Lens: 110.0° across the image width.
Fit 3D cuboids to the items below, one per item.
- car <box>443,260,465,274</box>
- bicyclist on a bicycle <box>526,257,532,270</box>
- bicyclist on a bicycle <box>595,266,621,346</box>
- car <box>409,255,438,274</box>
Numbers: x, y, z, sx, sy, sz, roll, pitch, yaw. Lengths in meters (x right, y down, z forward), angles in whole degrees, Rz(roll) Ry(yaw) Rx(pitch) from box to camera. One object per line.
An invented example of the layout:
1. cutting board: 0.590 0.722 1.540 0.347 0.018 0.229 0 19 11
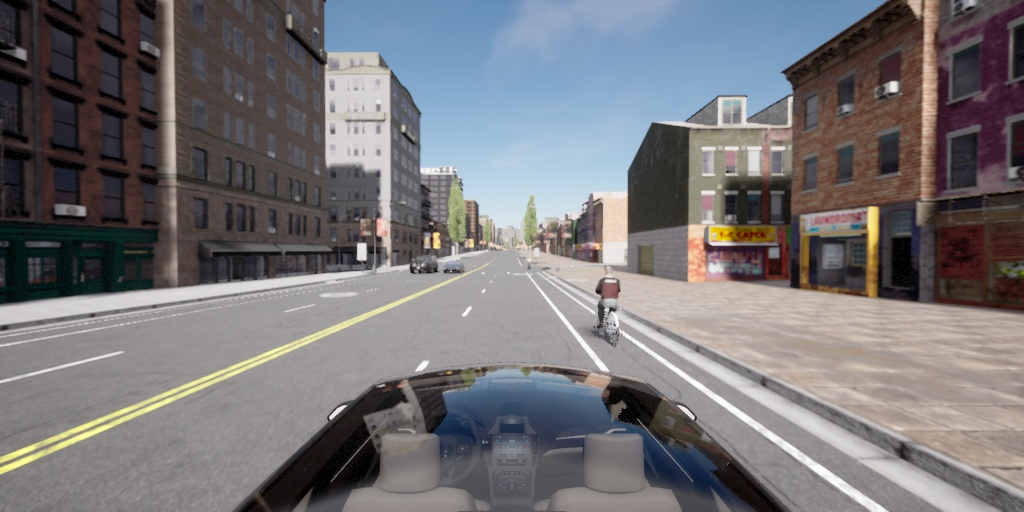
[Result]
1. car: -6.461 1.206 40.528 2.033 1.411 5.357 0 0 0
2. bicyclist on a bicycle: 2.288 0.953 47.504 0.866 1.612 1.509 -1 3 0
3. bicyclist on a bicycle: 2.256 1.124 8.580 0.659 1.776 1.843 0 0 0
4. car: -9.715 0.881 39.999 2.150 2.045 5.566 0 0 0
